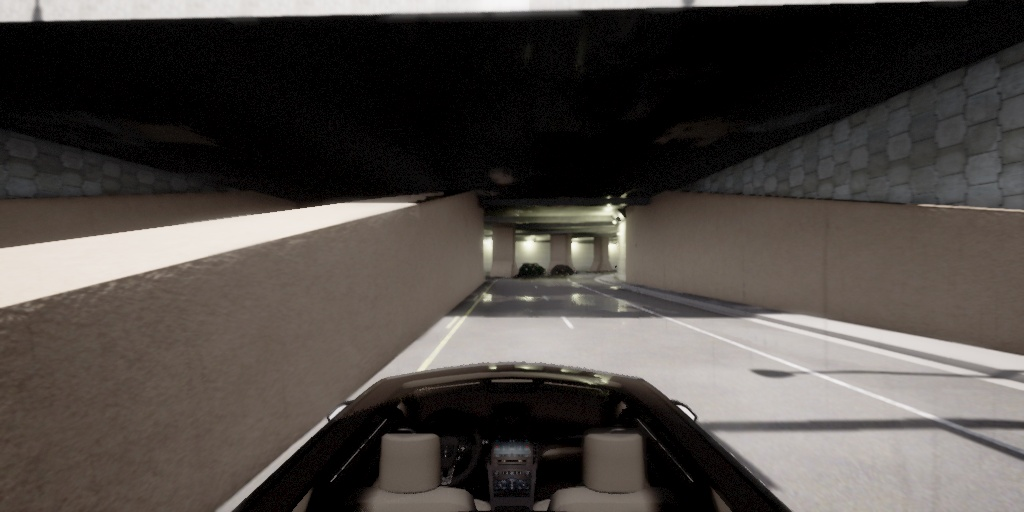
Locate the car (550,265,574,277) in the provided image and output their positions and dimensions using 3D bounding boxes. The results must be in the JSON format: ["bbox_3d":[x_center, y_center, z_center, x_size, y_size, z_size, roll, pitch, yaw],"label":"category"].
[{"bbox_3d":[6.015,1.732,42.737,1.812,1.442,4.674,0,-1,24],"label":"car"}]

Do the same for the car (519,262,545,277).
[{"bbox_3d":[2.495,1.565,43.408,2.097,1.767,4.553,0,-1,22],"label":"car"}]
